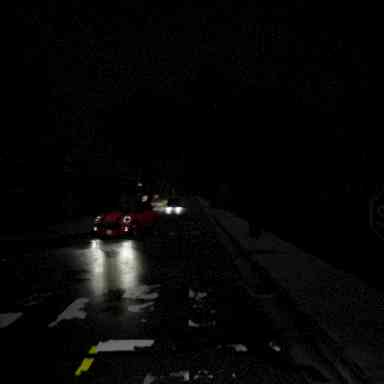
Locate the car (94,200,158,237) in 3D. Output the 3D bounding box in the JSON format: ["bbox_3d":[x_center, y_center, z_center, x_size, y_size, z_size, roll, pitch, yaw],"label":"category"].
[{"bbox_3d":[-3.480,1.349,18.231,2.097,1.767,4.553,-1,0,14],"label":"car"}]

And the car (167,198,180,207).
[{"bbox_3d":[-2.817,1.534,51.374,1.895,1.301,4.718,0,0,0],"label":"car"}]
